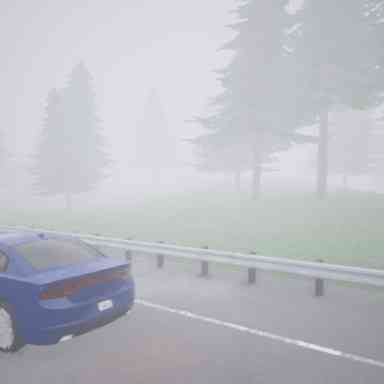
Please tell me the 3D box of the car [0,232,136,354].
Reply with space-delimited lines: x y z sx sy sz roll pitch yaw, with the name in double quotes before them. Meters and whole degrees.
"car" -3.286 1.488 6.216 5.008 1.535 1.882 0 0 35
